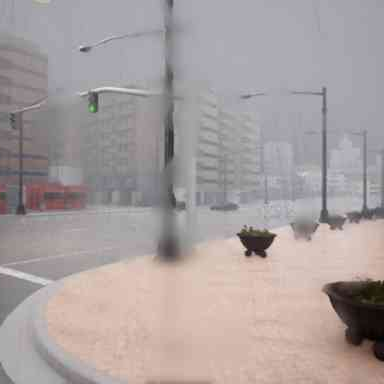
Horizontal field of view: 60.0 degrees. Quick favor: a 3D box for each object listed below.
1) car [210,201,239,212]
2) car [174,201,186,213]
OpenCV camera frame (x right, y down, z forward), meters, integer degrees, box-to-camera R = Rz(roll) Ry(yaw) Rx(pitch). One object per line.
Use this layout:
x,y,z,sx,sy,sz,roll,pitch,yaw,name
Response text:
4.602,2.019,46.357,2.033,1.411,5.357,0,-1,36,car
-1.671,1.909,43.588,1.812,1.442,4.674,0,-1,35,car
